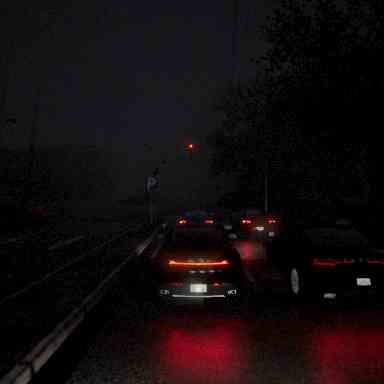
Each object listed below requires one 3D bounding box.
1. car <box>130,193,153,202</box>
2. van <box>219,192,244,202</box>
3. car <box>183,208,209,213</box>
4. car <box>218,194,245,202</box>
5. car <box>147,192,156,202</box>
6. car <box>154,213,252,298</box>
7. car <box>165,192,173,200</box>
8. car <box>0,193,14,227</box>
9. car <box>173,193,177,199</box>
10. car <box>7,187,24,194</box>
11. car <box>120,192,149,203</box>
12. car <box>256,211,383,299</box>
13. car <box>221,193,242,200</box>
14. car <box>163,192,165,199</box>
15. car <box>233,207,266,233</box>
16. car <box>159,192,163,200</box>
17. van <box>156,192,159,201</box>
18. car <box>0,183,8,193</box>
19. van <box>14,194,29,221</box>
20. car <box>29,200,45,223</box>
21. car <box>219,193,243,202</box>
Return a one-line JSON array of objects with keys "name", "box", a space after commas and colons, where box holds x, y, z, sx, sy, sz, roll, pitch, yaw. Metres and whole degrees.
[{"name": "car", "box": [-10.416, 1.194, 68.665, 4.553, 1.767, 2.185, -1, 0, -14]}, {"name": "van", "box": [7.559, 1.041, 65.238, 4.442, 1.987, 1.878, 1, 0, -14]}, {"name": "car", "box": [0.216, 1.550, 17.630, 1.812, 1.442, 4.674, 0, 0, 1]}, {"name": "car", "box": [8.505, 1.262, 71.197, 5.366, 1.575, 1.946, 1, 0, -13]}, {"name": "car", "box": [-10.522, 1.313, 65.713, 5.366, 1.575, 1.946, -1, 0, -14]}, {"name": "car", "box": [0.139, 1.515, 8.506, 1.837, 1.490, 4.892, 0, 0, 0]}, {"name": "car", "box": [-8.085, 1.355, 86.645, 4.674, 1.452, 2.002, -1, 0, -12]}, {"name": "car", "box": [-13.642, 1.267, 18.914, 5.566, 2.045, 2.435, -1, 0, -19]}, {"name": "car", "box": [-7.621, 1.062, 89.649, 5.566, 2.045, 2.435, -1, 0, -12]}, {"name": "car", "box": [-27.939, 0.135, 53.664, 2.002, 1.452, 4.674, 6, -3, -19]}, {"name": "car", "box": [-11.179, 1.356, 62.724, 4.792, 1.488, 2.163, -1, 0, -15]}, {"name": "car", "box": [3.140, 1.488, 8.544, 1.882, 1.535, 5.008, 0, 0, 0]}, {"name": "car", "box": [9.810, 1.126, 82.897, 4.553, 1.767, 2.185, 1, 0, -12]}, {"name": "car", "box": [-9.310, 1.357, 77.666, 4.674, 1.452, 2.002, -1, 0, -13]}, {"name": "car", "box": [3.235, 1.550, 17.884, 1.812, 1.442, 4.674, 0, 0, 1]}, {"name": "car", "box": [-9.696, 1.319, 74.673, 4.892, 1.521, 2.231, -1, 0, -13]}, {"name": "van", "box": [-9.937, 1.091, 71.703, 4.442, 1.987, 1.878, -1, 0, -14]}, {"name": "car", "box": [-30.934, -0.427, 53.738, 2.435, 2.045, 5.566, 6, -3, -19]}, {"name": "van", "box": [-13.513, 1.296, 21.950, 4.442, 1.987, 1.878, -1, 0, -19]}, {"name": "car", "box": [-13.525, 1.403, 24.927, 4.553, 1.767, 2.185, -1, 0, -19]}, {"name": "car", "box": [7.956, 1.139, 68.206, 4.553, 1.767, 2.185, 1, 0, -13]}]
